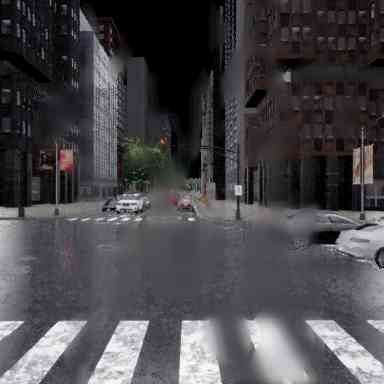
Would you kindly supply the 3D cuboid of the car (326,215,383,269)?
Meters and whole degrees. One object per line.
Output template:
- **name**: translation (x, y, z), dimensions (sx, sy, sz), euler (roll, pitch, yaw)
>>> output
- **car**: translation (7.196, 1.661, 10.934), dimensions (4.674, 1.442, 1.812), euler (1, 0, 0)

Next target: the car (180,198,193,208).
- **car**: translation (-0.812, 1.614, 49.798), dimensions (1.802, 1.307, 4.206), euler (0, 0, -1)

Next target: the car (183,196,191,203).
- **car**: translation (-1.013, 1.612, 71.667), dimensions (1.752, 1.417, 4.829), euler (0, 0, -1)

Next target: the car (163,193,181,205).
- **car**: translation (-3.568, 1.276, 60.337), dimensions (2.150, 2.045, 5.566), euler (0, 0, -1)

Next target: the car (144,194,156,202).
- **car**: translation (-9.587, 1.417, 76.854), dimensions (2.192, 1.841, 5.009), euler (0, 0, -1)

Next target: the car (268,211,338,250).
- **car**: translation (5.743, 1.602, 14.170), dimensions (4.902, 1.511, 2.128), euler (1, 0, 0)

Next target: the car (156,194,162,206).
- **car**: translation (-6.712, 1.398, 55.738), dimensions (2.097, 1.767, 4.553), euler (0, 0, 0)

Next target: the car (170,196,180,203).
- **car**: translation (-3.810, 1.624, 75.771), dimensions (2.128, 1.511, 4.902), euler (0, 0, -1)

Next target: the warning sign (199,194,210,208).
- **warning sign**: translation (1.565, 1.132, 42.641), dimensions (1.300, 1.860, 1.060), euler (0, 0, -1)

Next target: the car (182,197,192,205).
- **car**: translation (-0.912, 1.603, 60.648), dimensions (1.887, 1.381, 4.507), euler (0, 0, -1)

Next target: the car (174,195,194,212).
- **car**: translation (-0.713, 1.448, 38.949), dimensions (1.967, 1.590, 4.097), euler (0, 0, -1)

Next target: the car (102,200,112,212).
- **car**: translation (-9.237, 1.574, 38.873), dimensions (1.947, 1.339, 4.313), euler (0, 0, -1)

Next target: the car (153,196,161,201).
- **car**: translation (-9.736, 1.695, 93.131), dimensions (1.887, 1.381, 4.507), euler (0, 0, -1)

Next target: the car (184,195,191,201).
- **car**: translation (-1.162, 1.574, 87.772), dimensions (1.967, 1.590, 4.097), euler (0, 0, -1)

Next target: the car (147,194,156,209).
- **car**: translation (-6.629, 1.375, 45.536), dimensions (2.097, 1.767, 4.553), euler (0, 0, 0)

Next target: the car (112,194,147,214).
- **car**: translation (-6.542, 1.223, 35.511), dimensions (2.150, 2.045, 5.566), euler (0, 0, -1)

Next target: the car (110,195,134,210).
- **car**: translation (-9.288, 1.335, 44.300), dimensions (2.192, 1.841, 5.009), euler (0, 0, -1)

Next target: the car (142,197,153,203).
- **car**: translation (-9.536, 1.668, 71.428), dimensions (1.802, 1.307, 4.206), euler (0, 0, -1)

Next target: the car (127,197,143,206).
- **car**: translation (-9.385, 1.570, 54.981), dimensions (1.752, 1.417, 4.829), euler (0, 0, -1)
